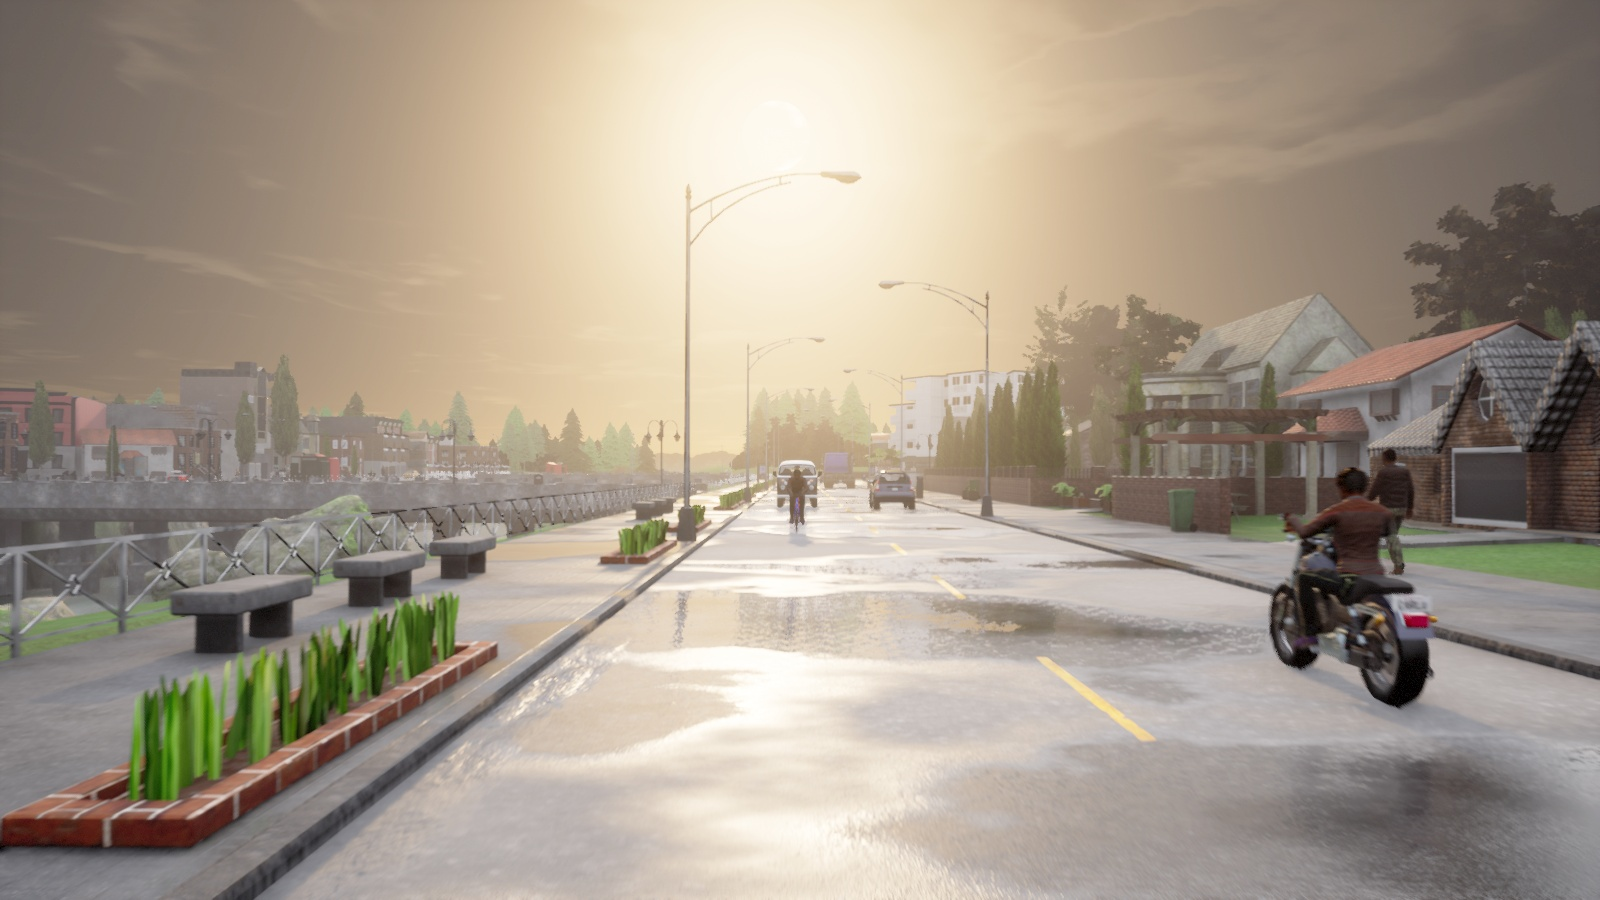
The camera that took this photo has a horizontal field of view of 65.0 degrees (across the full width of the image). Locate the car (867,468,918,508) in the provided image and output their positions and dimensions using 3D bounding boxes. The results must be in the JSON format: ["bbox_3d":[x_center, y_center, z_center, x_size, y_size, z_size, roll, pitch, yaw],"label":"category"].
[{"bbox_3d":[3.887,1.592,53.477,1.851,1.617,3.988,0,-1,0],"label":"car"}]

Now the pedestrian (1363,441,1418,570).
[{"bbox_3d":[8.567,0.796,18.244,0.431,1.840,0.703,0,-1,-2],"label":"pedestrian"}]

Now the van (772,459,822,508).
[{"bbox_3d":[-0.116,1.452,54.578,2.069,2.038,4.480,0,-1,0],"label":"van"}]

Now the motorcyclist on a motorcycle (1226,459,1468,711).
[{"bbox_3d":[3.980,0.906,9.401,0.766,1.649,2.350,0,-1,0],"label":"motorcyclist on a motorcycle"}]
